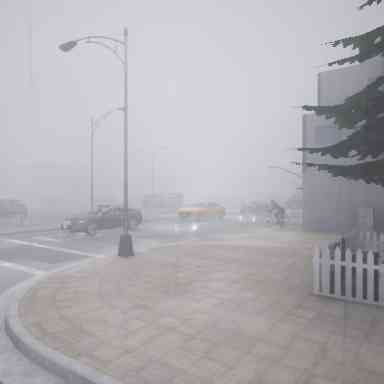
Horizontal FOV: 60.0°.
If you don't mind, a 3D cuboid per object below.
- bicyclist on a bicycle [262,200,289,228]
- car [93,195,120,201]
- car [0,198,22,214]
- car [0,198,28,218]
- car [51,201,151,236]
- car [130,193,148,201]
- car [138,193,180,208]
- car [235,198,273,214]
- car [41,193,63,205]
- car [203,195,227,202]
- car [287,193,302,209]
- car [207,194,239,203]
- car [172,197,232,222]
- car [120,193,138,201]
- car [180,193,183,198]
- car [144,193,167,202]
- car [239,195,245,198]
[{"bbox_3d":[4.845,1.284,19.299,1.656,1.620,0.582,0,0,36],"label":"bicyclist on a bicycle"},{"bbox_3d":[-15.488,1.292,58.689,4.514,1.523,2.007,0,0,36],"label":"car"},{"bbox_3d":[-19.598,1.380,34.474,3.806,1.475,1.970,0,0,36],"label":"car"},{"bbox_3d":[-15.359,1.370,27.693,3.633,1.501,1.845,0,0,36],"label":"car"},{"bbox_3d":[-4.905,1.474,18.642,2.128,1.511,4.902,0,0,36],"label":"car"},{"bbox_3d":[-11.992,1.070,75.626,3.866,1.878,1.905,0,0,36],"label":"car"},{"bbox_3d":[-4.296,1.094,42.627,4.605,1.855,1.932,0,0,36],"label":"car"},{"bbox_3d":[6.756,1.584,34.602,1.895,1.301,4.718,0,0,36],"label":"car"},{"bbox_3d":[-21.411,1.314,50.641,3.633,1.501,1.845,0,0,36],"label":"car"},{"bbox_3d":[4.606,1.293,68.042,4.514,1.523,2.007,0,0,36],"label":"car"},{"bbox_3d":[14.871,1.209,45.605,2.150,2.045,5.566,0,0,37],"label":"car"},{"bbox_3d":[4.622,1.150,55.554,5.027,1.636,2.152,0,0,36],"label":"car"},{"bbox_3d":[0.892,1.460,26.580,1.882,1.535,5.008,0,0,36],"label":"car"},{"bbox_3d":[-14.445,1.354,73.300,3.806,1.475,1.970,0,0,36],"label":"car"},{"bbox_3d":[-2.917,1.073,45.217,3.866,1.878,1.905,0,0,36],"label":"car"},{"bbox_3d":[-7.572,1.091,68.334,4.605,1.855,1.932,0,0,36],"label":"car"},{"bbox_3d":[8.143,1.229,60.929,3.806,1.475,1.970,0,0,36],"label":"car"}]
